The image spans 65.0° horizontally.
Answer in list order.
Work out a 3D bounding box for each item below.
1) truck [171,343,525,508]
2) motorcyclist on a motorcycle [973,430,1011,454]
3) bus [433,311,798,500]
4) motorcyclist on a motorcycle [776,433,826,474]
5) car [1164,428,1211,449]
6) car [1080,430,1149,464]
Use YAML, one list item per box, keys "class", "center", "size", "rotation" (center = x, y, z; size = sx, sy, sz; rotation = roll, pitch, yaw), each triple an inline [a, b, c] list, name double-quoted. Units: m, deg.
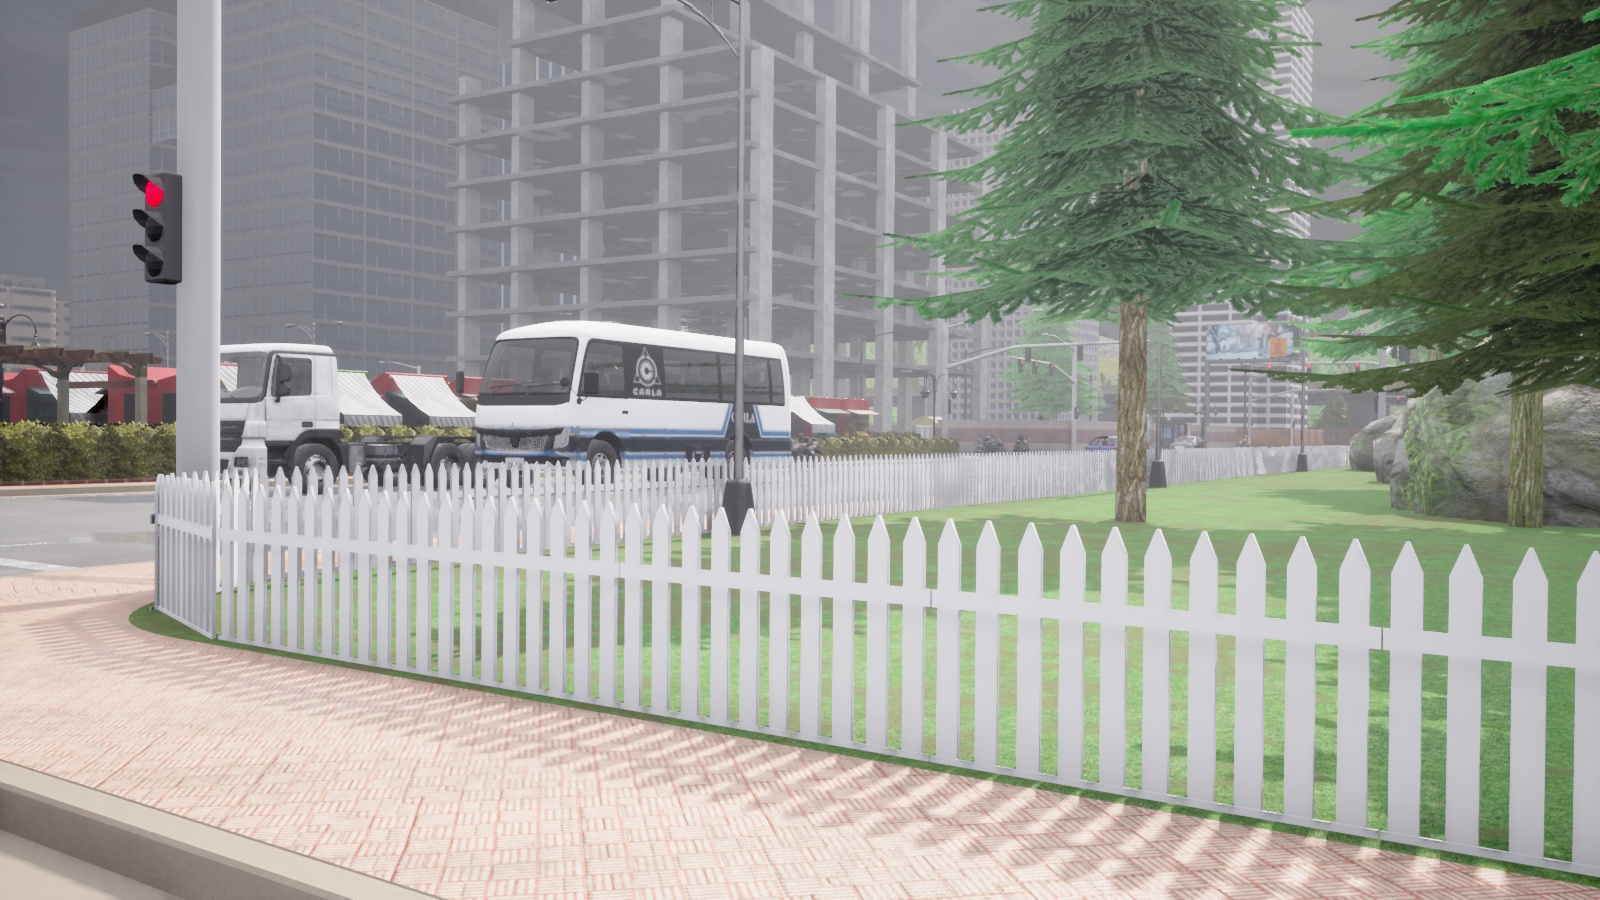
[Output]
- class: "truck"
  center: [-10.611, -0.571, 30.501]
  size: [2.891, 3.462, 7.936]
  rotation: [0, 1, 32]
- class: "motorcyclist on a motorcycle"
  center: [12.231, -0.491, 80.074]
  size: [2.191, 1.530, 0.866]
  rotation: [0, 1, 30]
- class: "bus"
  center: [-4.469, -1.065, 33.696]
  size: [3.944, 4.253, 10.273]
  rotation: [0, 1, 32]
- class: "motorcyclist on a motorcycle"
  center: [0.049, 0.118, 47.460]
  size: [0.866, 1.530, 2.191]
  rotation: [0, 1, 32]
- class: "car"
  center: [28.794, -0.846, 93.194]
  size: [2.128, 1.511, 4.902]
  rotation: [0, 1, 32]
- class: "car"
  center: [14.279, -0.162, 56.946]
  size: [1.816, 1.474, 4.193]
  rotation: [0, 1, 32]
